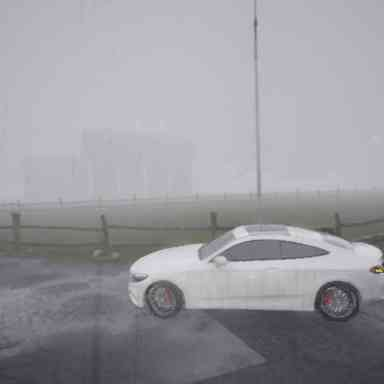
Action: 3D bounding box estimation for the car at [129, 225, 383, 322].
[{"bbox_3d":[1.147,1.390,6.315,4.674,1.442,1.812,-2,4,7],"label":"car"}]
